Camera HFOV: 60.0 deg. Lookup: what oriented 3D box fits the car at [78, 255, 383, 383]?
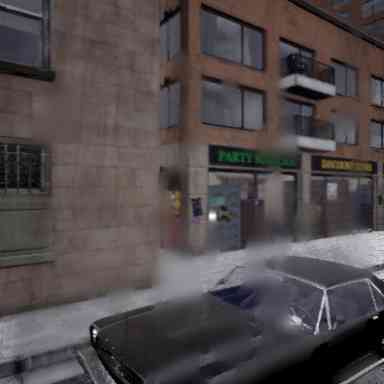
[{"bbox_3d":[1.136,1.602,4.190,4.718,1.301,1.895,0,0,-36],"label":"car"}]
